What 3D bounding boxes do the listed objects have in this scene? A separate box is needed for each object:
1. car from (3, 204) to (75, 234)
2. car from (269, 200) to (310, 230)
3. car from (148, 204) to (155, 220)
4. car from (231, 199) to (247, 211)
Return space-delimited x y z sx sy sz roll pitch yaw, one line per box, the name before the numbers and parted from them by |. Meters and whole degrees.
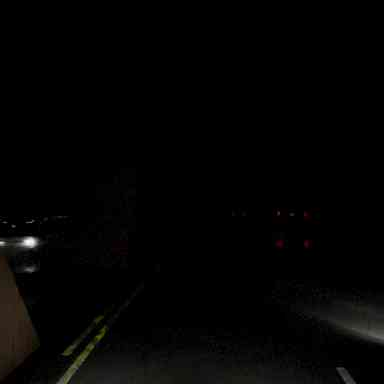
car | -8.592 1.466 19.138 1.837 1.490 4.892 0 0 9
car | 6.224 1.365 21.662 2.097 1.767 4.553 0 0 9
car | -4.041 1.576 25.323 1.895 1.301 4.718 0 0 9
car | 5.805 1.529 41.043 1.812 1.442 4.674 0 0 9
